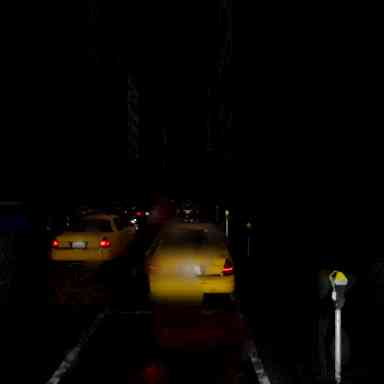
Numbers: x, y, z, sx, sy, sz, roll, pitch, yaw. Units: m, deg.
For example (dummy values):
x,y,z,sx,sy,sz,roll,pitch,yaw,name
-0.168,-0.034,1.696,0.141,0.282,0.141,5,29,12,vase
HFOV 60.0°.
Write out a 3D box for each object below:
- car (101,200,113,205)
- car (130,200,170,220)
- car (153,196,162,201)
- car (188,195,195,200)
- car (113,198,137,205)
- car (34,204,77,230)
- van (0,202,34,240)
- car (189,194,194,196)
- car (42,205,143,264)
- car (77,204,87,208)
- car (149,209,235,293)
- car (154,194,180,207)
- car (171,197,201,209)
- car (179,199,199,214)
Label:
x,y,z,sx,sy,sz,roll,pitch,yaw,name
-8.815,1.573,36.483,1.947,1.339,4.313,0,0,0,car
-3.060,1.550,25.394,2.033,1.411,5.357,0,0,0,car
-8.782,1.643,84.589,1.802,1.307,4.206,0,0,0,car
-0.237,1.636,95.394,2.008,1.369,4.403,0,0,0,car
-6.238,1.606,33.549,1.895,1.301,4.718,0,0,0,car
-8.815,1.568,19.979,1.947,1.339,4.313,0,0,0,car
-8.815,1.342,14.478,1.690,1.788,3.998,0,0,0,van
-0.257,1.501,84.576,1.967,1.590,4.097,0,0,0,car
-3.144,1.456,11.799,1.801,1.575,5.366,0,0,0,car
-8.815,1.585,25.481,1.802,1.307,4.206,0,0,0,car
0.005,1.457,8.840,1.801,1.575,5.366,0,0,0,car
-3.060,1.230,41.413,2.150,2.045,5.566,0,0,0,car
-0.290,1.443,25.481,1.967,1.590,4.097,0,0,0,car
-0.290,1.558,36.484,2.008,1.369,4.403,0,0,0,car
